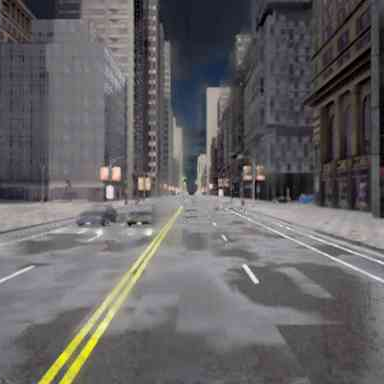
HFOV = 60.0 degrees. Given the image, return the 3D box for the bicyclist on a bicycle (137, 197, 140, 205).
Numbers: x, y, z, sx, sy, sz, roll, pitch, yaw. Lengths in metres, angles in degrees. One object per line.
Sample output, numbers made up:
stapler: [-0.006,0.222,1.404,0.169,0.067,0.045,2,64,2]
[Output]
bicyclist on a bicycle: [-8.744,1.580,54.298,0.582,1.620,1.656,0,-1,0]

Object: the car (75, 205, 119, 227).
car: [-6.598,1.617,23.796,2.033,1.411,5.357,0,0,0]

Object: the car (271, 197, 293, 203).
car: [19.134,1.714,70.686,4.403,1.369,2.008,0,0,0]

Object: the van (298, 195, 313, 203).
van: [24.752,1.493,70.662,3.998,1.788,1.690,0,0,0]

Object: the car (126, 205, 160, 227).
car: [-3.348,1.617,23.797,2.033,1.411,5.357,0,0,0]
